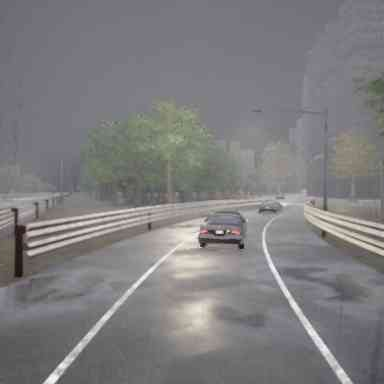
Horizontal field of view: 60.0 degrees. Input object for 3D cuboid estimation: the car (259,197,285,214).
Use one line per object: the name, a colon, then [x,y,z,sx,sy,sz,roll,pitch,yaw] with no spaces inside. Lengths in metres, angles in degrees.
car: [8.701,1.593,36.637,1.994,1.385,4.181,0,0,24]

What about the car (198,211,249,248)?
car: [1.506,1.553,14.938,2.033,1.411,5.357,0,0,11]

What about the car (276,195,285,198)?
car: [23.913,1.460,90.587,1.882,1.535,5.008,0,0,5]
